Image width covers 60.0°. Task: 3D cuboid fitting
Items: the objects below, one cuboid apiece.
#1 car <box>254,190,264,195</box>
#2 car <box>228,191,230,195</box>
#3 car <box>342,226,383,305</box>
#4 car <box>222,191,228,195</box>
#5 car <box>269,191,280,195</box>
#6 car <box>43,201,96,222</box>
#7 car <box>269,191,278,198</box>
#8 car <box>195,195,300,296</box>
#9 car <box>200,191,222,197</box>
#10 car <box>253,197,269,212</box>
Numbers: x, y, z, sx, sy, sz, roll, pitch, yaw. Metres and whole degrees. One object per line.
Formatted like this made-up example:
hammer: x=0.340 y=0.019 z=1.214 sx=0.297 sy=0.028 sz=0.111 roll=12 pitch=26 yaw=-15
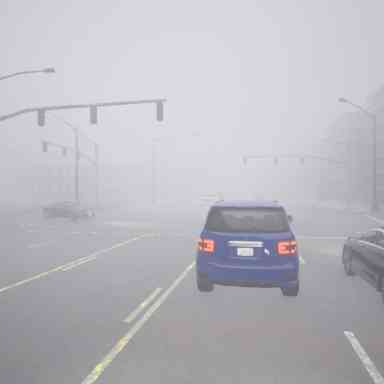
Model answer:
car: x=15.261 y=0.904 z=75.459 sx=1.994 sy=1.385 sz=4.181 roll=0 pitch=1 yaw=11
car: x=6.615 y=0.741 z=67.889 sx=2.150 sy=2.045 sz=5.566 roll=0 pitch=1 yaw=12
car: x=4.779 y=1.492 z=7.389 sx=2.128 sy=1.511 sz=4.902 roll=0 pitch=0 yaw=11
car: x=4.515 y=0.926 z=57.649 sx=2.150 sy=2.045 sz=5.566 roll=0 pitch=1 yaw=11
car: x=18.732 y=0.881 z=74.962 sx=2.128 sy=1.511 sz=4.902 roll=0 pitch=1 yaw=11
car: x=-9.738 y=1.492 z=26.424 sx=4.902 sy=1.511 sz=2.128 roll=0 pitch=0 yaw=33
car: x=20.711 y=0.552 z=84.965 sx=2.097 sy=1.767 sz=4.553 roll=0 pitch=1 yaw=11
car: x=1.511 y=1.221 z=8.911 sx=2.150 sy=2.045 sz=5.566 roll=0 pitch=0 yaw=11
car: x=2.489 y=1.079 z=47.462 sx=2.150 sy=2.045 sz=5.566 roll=0 pitch=1 yaw=11
car: x=8.280 y=1.437 z=39.806 sx=1.837 sy=1.490 sz=4.892 roll=1 pitch=1 yaw=12
